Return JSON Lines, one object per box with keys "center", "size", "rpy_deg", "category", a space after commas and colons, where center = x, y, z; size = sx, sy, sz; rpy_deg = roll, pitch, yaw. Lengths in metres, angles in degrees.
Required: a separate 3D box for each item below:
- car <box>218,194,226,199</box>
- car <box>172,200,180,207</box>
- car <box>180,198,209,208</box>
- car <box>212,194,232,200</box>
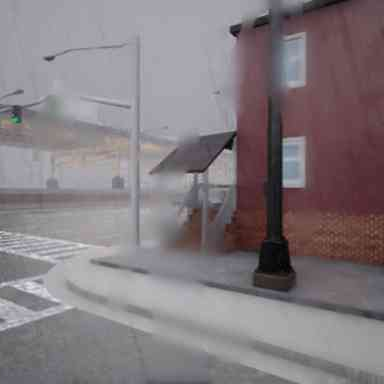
{"center": [8.029, 1.126, 89.369], "size": [4.536, 1.218, 1.853], "rpy_deg": [0, 0, -26], "category": "car"}
{"center": [-0.805, 1.494, 48.294], "size": [1.895, 1.301, 4.718], "rpy_deg": [0, 0, 36], "category": "car"}
{"center": [0.737, 1.470, 44.437], "size": [1.994, 1.385, 4.181], "rpy_deg": [0, 0, 36], "category": "car"}
{"center": [8.076, 1.284, 89.392], "size": [4.974, 1.542, 2.038], "rpy_deg": [0, 0, -26], "category": "car"}
